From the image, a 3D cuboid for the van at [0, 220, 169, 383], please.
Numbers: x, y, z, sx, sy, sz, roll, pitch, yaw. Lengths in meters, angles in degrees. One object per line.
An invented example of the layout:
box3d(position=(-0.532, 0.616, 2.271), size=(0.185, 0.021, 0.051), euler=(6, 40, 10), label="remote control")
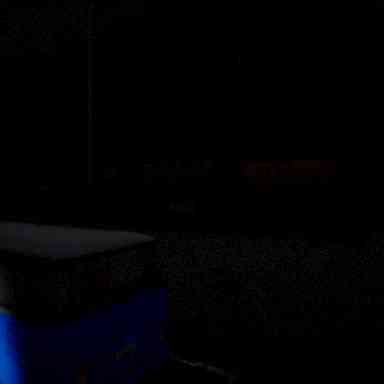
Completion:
box3d(position=(-2.198, 1.307, 4.203), size=(3.998, 1.788, 1.690), euler=(0, 1, 33), label="van")
